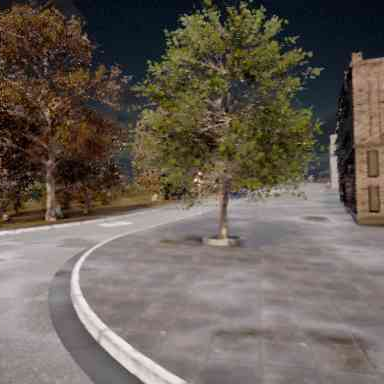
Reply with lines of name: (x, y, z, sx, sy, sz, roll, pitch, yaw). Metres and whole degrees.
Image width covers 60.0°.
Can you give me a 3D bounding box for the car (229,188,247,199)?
car: (6.165, -0.059, 45.865, 2.097, 1.767, 4.553, -2, 2, 21)
